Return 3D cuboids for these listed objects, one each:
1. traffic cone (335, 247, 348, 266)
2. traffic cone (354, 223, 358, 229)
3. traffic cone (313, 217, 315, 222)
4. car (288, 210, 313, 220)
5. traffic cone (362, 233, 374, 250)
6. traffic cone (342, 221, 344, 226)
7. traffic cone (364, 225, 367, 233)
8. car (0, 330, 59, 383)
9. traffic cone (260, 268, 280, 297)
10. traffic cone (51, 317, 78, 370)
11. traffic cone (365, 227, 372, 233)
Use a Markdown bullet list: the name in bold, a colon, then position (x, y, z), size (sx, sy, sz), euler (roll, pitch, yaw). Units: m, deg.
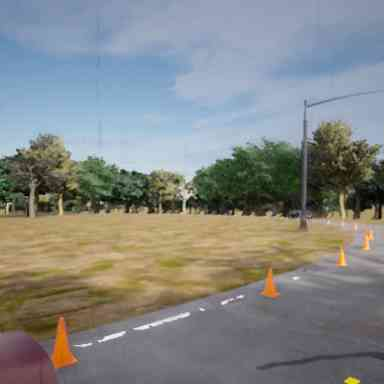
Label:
- **traffic cone**: position (4.978, 2.128, 11.060), size (0.340, 0.580, 0.340), euler (0, -1, 40)
- **traffic cone**: position (13.639, 2.789, 27.674), size (0.340, 0.580, 0.340), euler (1, -2, 16)
- **traffic cone**: position (15.243, 3.480, 41.668), size (0.340, 0.580, 0.340), euler (2, -3, -2)
- **car**: position (16.298, 3.438, 50.014), size (2.128, 1.511, 4.902), euler (2, -3, -13)
- **traffic cone**: position (7.786, 2.250, 14.851), size (0.340, 0.580, 0.340), euler (1, -1, 34)
- **traffic cone**: position (14.662, 3.019, 32.276), size (0.340, 0.580, 0.340), euler (2, -3, 10)
- **traffic cone**: position (12.140, 2.583, 23.204), size (0.340, 0.580, 0.340), euler (1, -2, 22)
- **car**: position (-2.964, 1.476, 0.914), size (5.008, 1.535, 1.882), euler (0, 0, -35)
- **traffic cone**: position (1.789, 2.038, 7.581), size (0.340, 0.580, 0.340), euler (1, -1, -44)
- **traffic cone**: position (-1.747, 1.981, 4.453), size (0.340, 0.580, 0.340), euler (0, 0, -39)
- **traffic cone**: position (10.182, 2.403, 18.914), size (0.340, 0.580, 0.340), euler (1, -2, 28)
